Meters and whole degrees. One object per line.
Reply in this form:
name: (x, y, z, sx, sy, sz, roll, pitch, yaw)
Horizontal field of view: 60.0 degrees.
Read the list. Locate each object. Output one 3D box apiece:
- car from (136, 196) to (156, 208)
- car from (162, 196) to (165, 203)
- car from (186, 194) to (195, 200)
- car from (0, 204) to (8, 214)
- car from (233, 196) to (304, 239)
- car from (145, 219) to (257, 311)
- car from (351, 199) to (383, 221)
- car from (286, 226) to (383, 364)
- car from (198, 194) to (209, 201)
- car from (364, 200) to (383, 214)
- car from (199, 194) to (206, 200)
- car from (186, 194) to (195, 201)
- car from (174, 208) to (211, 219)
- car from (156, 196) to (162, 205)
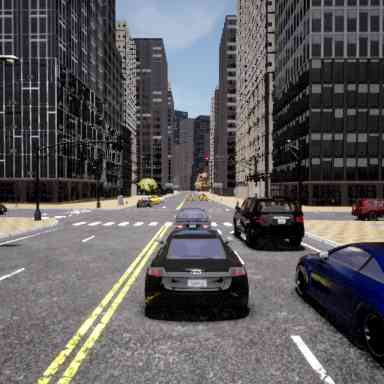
car: (-6.810, 1.530, 48.218, 1.994, 1.385, 4.181, 0, 0, 0)
car: (-6.816, 1.466, 69.248, 1.812, 1.442, 4.674, 0, 0, 0)
car: (-0.405, 1.268, 89.093, 2.128, 1.511, 4.902, 0, 0, 0)
car: (-19.502, 1.409, 30.971, 4.181, 1.385, 1.994, 1, 1, 1)
car: (3.306, 1.213, 15.272, 2.150, 2.045, 5.566, 0, 0, -2)
car: (0.067, 1.560, 7.821, 1.994, 1.385, 4.181, 0, 0, -1)
car: (16.075, 1.520, 27.960, 5.009, 1.841, 2.192, 1, 0, 1)
car: (3.334, 1.561, 5.852, 1.994, 1.385, 4.181, 0, 0, -1)
car: (2.893, 1.396, 78.690, 1.882, 1.535, 5.008, 0, 0, 0)
car: (21.646, 1.643, 36.272, 4.829, 1.417, 1.752, 1, 0, 1)
car: (2.845, 1.243, 89.107, 1.837, 1.490, 4.892, 0, 0, 0)
car: (-0.357, 1.396, 78.676, 1.882, 1.535, 5.008, 0, 0, 0)
car: (0.023, 1.538, 17.043, 2.033, 1.411, 5.357, 0, 0, 0)
car: (-6.842, 1.431, 58.376, 1.882, 1.535, 5.008, 0, 0, 0)
